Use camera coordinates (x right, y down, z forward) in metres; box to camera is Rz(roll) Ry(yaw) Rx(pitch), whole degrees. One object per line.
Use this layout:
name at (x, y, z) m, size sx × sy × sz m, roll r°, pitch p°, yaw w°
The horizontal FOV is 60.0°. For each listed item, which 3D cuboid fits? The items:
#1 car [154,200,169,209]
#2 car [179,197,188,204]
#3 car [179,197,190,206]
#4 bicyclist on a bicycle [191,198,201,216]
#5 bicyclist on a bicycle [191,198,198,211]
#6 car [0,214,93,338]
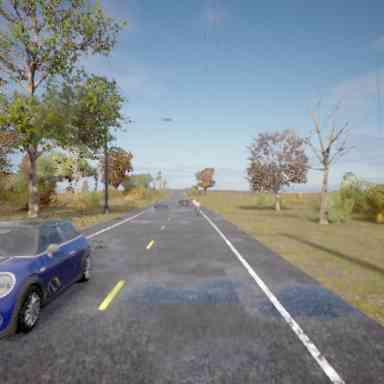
car at (-4.443, 1.796, 48.479) m, size 1.994 × 1.385 × 4.181 m, roll 0°, pitch 0°, yaw -2°
car at (-1.972, 1.907, 75.764) m, size 1.994 × 1.385 × 4.181 m, roll 0°, pitch 0°, yaw -2°
car at (-1.281, 1.777, 60.362) m, size 2.128 × 1.511 × 4.902 m, roll 0°, pitch 0°, yaw -2°
bicyclist on a bicycle at (0.566, 1.595, 33.269) m, size 0.866 × 1.612 × 1.509 m, roll 0°, pitch 0°, yaw -1°
bicyclist on a bicycle at (0.299, 1.642, 43.287) m, size 0.866 × 1.612 × 1.509 m, roll 0°, pitch 0°, yaw -2°
car at (-3.628, 1.387, 6.792) m, size 2.097 × 1.767 × 4.553 m, roll 0°, pitch 0°, yaw 0°
